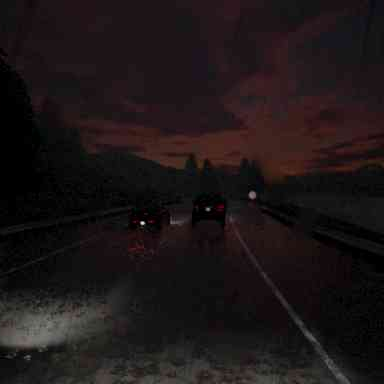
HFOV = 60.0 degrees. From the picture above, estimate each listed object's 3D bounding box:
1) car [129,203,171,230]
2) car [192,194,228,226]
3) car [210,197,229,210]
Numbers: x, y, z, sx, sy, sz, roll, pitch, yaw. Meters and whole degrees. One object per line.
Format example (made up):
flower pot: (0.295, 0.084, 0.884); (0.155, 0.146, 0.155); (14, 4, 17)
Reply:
car: (-2.500, 1.430, 20.530); (1.837, 1.490, 4.892); (0, 0, 4)
car: (1.203, 1.142, 22.922); (2.150, 2.045, 5.566); (0, 0, 5)
car: (3.490, 1.402, 41.709); (2.033, 1.411, 5.357); (0, 0, 9)
